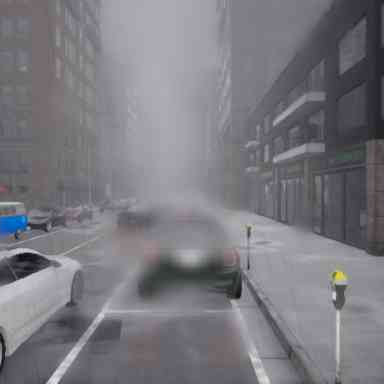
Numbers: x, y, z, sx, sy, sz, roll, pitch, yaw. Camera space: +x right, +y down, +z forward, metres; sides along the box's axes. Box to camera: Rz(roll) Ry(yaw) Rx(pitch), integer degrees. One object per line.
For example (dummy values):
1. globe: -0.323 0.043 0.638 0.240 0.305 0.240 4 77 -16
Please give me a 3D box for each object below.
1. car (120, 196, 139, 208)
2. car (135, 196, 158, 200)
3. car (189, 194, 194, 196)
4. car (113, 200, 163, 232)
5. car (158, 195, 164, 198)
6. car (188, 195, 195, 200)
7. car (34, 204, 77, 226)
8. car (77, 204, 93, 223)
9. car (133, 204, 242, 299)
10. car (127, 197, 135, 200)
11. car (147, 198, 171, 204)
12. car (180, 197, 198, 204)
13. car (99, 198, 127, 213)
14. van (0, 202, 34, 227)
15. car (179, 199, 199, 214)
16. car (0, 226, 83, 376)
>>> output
1. car: -8.816 1.452 47.486 1.967 1.590 4.097 0 0 0
2. car: -6.190 1.502 43.678 2.128 1.511 4.902 0 0 0
3. car: -0.257 1.501 84.576 1.967 1.590 4.097 0 0 0
4. car: -3.092 1.479 20.012 1.882 1.535 5.008 0 0 0
5. car: -8.782 1.643 84.589 1.802 1.307 4.206 0 0 0
6. car: -0.237 1.636 95.394 2.008 1.369 4.403 0 0 0
7. car: -8.815 1.568 19.979 1.947 1.339 4.313 0 0 0
8. car: -8.815 1.585 25.481 1.802 1.307 4.206 0 0 0
9. car: -0.033 1.353 8.620 2.097 1.767 4.553 0 0 0
10. car: -8.815 1.591 41.985 1.802 1.307 4.206 0 0 0
11. car: -3.096 1.571 34.117 1.994 1.385 4.181 0 0 0
12. car: -0.290 1.443 25.481 1.967 1.590 4.097 0 0 0
13. car: -8.815 1.573 36.483 1.947 1.339 4.313 0 0 0
14. van: -8.815 1.342 14.478 1.690 1.788 3.998 0 0 0
15. car: -0.290 1.558 36.484 2.008 1.369 4.403 0 0 0
16. car: -3.146 1.525 4.993 1.812 1.442 4.674 0 0 0
